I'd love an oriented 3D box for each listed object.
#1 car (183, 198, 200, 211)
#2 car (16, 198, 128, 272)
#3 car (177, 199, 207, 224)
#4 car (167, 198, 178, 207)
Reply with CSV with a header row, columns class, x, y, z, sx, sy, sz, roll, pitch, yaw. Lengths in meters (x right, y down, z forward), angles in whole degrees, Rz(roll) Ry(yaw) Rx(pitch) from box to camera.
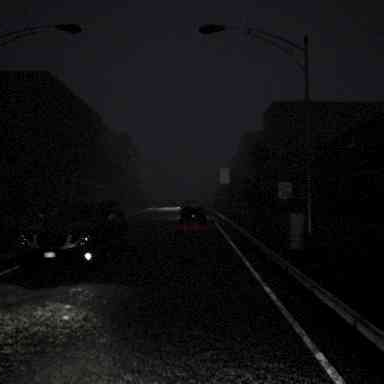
class,x,y,z,sx,sy,sz,roll,pitch,yaw
car,-0.091,1.589,42.767,2.033,1.411,5.357,0,0,-1
car,-3.600,1.232,11.179,2.150,2.045,5.566,0,0,0
car,0.088,1.502,25.412,1.882,1.535,5.008,0,0,0
car,-3.092,1.704,54.147,1.895,1.301,4.718,0,0,-1
